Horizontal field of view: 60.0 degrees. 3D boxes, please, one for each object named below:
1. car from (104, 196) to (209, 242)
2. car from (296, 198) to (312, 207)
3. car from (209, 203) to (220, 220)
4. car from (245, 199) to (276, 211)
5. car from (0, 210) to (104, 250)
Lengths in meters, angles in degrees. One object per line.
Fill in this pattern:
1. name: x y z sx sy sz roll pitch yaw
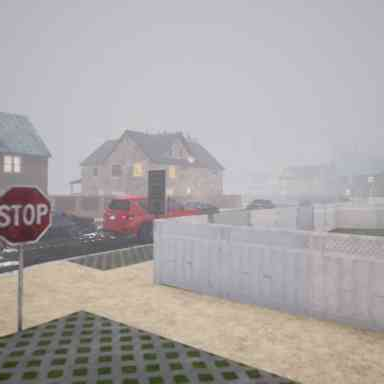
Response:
1. car: -1.827 1.234 16.947 2.150 2.045 5.566 2 1 41
2. car: 15.732 1.578 46.818 2.033 1.411 5.357 1 1 13
3. car: 0.141 1.435 23.935 2.128 1.511 4.902 2 1 37
4. car: 6.894 1.451 33.249 1.837 1.490 4.892 2 0 32
5. car: -6.790 1.497 14.556 2.033 1.411 5.357 2 1 35
